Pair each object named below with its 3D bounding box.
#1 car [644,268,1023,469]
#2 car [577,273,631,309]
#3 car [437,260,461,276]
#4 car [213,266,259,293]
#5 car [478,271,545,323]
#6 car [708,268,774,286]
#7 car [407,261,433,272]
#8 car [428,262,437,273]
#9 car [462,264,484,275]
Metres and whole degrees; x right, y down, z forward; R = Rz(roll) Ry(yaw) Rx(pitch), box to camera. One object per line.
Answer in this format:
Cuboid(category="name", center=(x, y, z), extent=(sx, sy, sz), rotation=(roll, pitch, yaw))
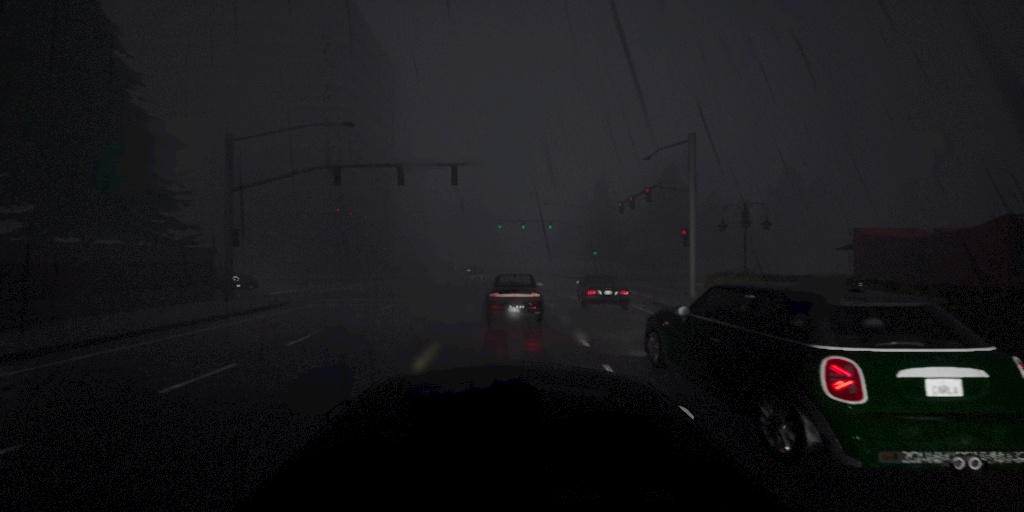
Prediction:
Cuboid(category="car", center=(3.601, 1.142, 5.112), extent=(2.097, 1.767, 4.553), rotation=(0, -1, 0))
Cuboid(category="car", center=(3.969, 1.465, 16.033), extent=(2.033, 1.411, 5.357), rotation=(0, -1, 8))
Cuboid(category="car", center=(-7.961, 1.602, 44.804), extent=(2.097, 1.767, 4.553), rotation=(0, -1, -13))
Cuboid(category="car", center=(-18.975, 1.404, 23.037), extent=(4.553, 1.767, 2.097), rotation=(0, -1, 0))
Cuboid(category="car", center=(0.099, 1.369, 12.651), extent=(2.128, 1.511, 4.902), rotation=(0, -1, 0))
Cuboid(category="car", center=(19.032, 1.698, 29.913), extent=(4.181, 1.385, 1.994), rotation=(0, -1, 0))
Cuboid(category="car", center=(-15.507, 2.040, 61.138), extent=(1.895, 1.301, 4.718), rotation=(1, -1, -40))
Cuboid(category="car", center=(-10.590, 1.950, 53.398), extent=(1.895, 1.301, 4.718), rotation=(0, -1, -26))
Cuboid(category="car", center=(-5.076, 1.856, 48.452), extent=(1.994, 1.385, 4.181), rotation=(0, -1, -18))
